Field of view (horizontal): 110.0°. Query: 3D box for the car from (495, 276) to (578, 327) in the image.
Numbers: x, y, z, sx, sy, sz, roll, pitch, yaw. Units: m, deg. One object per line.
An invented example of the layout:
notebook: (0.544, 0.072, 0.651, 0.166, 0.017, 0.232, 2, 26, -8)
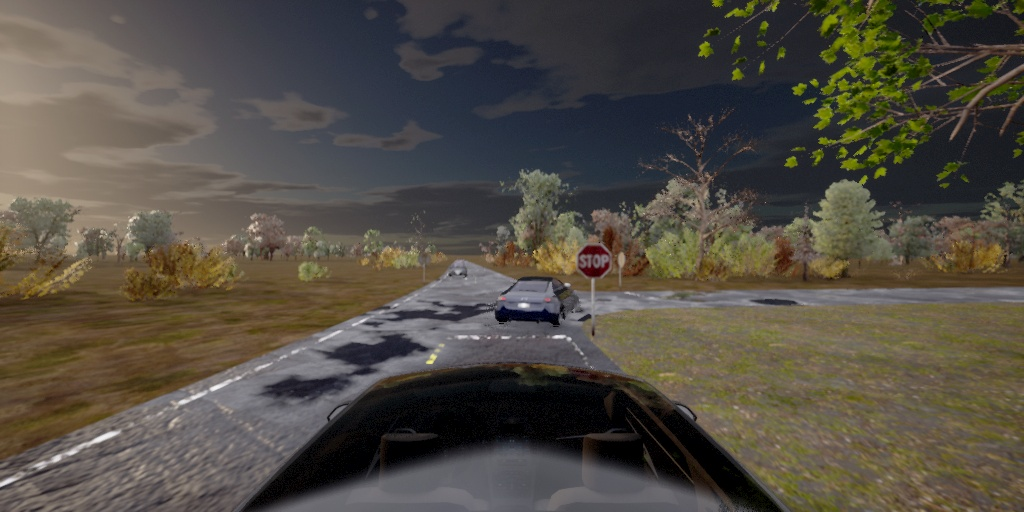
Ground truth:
car: (0.943, 1.367, 11.976, 1.994, 1.385, 4.181, 0, 0, 17)

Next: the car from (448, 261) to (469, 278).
car: (-5.540, 1.421, 37.104, 2.128, 1.511, 4.902, 0, 0, -7)
